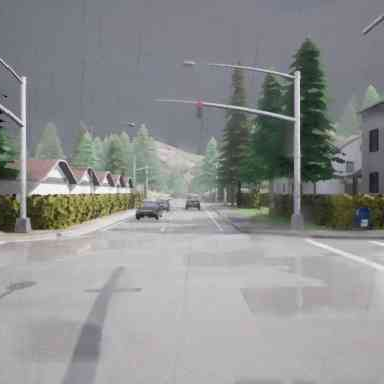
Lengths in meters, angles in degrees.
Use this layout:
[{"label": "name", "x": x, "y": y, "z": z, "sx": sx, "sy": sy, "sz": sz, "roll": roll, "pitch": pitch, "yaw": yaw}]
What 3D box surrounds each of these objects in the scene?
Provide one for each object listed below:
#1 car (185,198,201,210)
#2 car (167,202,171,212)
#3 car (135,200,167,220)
[{"label": "car", "x": 0.112, "y": 1.519, "z": 43.284, "sx": 1.837, "sy": 1.490, "sz": 4.892, "roll": 0, "pitch": 0, "yaw": 0}, {"label": "car", "x": -3.567, "y": 1.577, "z": 38.551, "sx": 1.994, "sy": 1.385, "sz": 4.181, "roll": 0, "pitch": 0, "yaw": 1}, {"label": "car", "x": -3.591, "y": 1.557, "z": 28.633, "sx": 2.033, "sy": 1.411, "sz": 5.357, "roll": 0, "pitch": 0, "yaw": 0}]
